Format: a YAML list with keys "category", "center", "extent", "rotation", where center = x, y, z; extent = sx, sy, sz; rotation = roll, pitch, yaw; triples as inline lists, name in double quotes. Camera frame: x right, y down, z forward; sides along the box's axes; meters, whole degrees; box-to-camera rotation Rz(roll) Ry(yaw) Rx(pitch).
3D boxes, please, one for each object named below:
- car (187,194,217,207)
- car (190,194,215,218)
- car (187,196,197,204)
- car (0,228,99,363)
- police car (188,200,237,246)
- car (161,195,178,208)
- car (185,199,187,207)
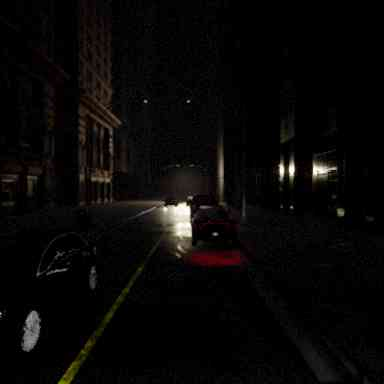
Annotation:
- category: "car"
  center: [0.905, 1.215, 25.362]
  extent: [2.150, 2.045, 5.566]
  rotation: [0, 0, 0]
- category: "car"
  center: [0.906, 1.217, 31.362]
  extent: [2.150, 2.045, 5.566]
  rotation: [0, 0, 0]
- category: "car"
  center: [0.013, 1.532, 66.434]
  extent: [2.033, 1.411, 5.357]
  rotation: [0, 0, 0]
- category: "car"
  center: [-3.098, 1.498, 6.019]
  extent: [1.837, 1.490, 4.892]
  rotation: [0, 0, 0]
- category: "police car"
  center: [0.903, 1.415, 15.442]
  extent: [1.930, 1.638, 5.238]
  rotation: [0, 0, 0]
- category: "car"
  center: [-3.065, 1.499, 48.902]
  extent: [1.837, 1.490, 4.892]
  rotation: [0, -1, 0]
- category: "car"
  center: [0.010, 1.483, 51.433]
  extent: [2.128, 1.511, 4.902]
  rotation: [0, 0, 0]
